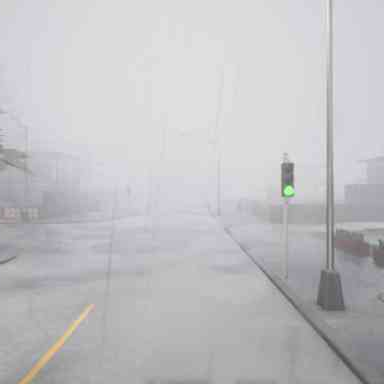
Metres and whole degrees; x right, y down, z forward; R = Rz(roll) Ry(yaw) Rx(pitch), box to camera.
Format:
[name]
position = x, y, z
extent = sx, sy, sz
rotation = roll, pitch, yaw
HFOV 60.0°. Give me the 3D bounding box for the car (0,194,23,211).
[car]
position = -19.731, 1.177, 34.609
extent = 1.905, 1.878, 3.866
rotation = 0, 0, 35
